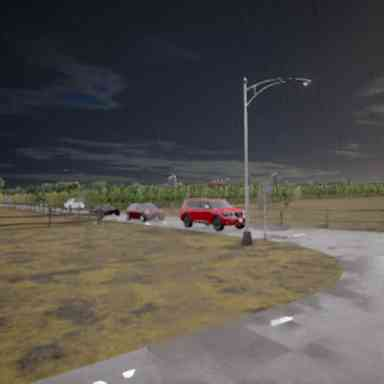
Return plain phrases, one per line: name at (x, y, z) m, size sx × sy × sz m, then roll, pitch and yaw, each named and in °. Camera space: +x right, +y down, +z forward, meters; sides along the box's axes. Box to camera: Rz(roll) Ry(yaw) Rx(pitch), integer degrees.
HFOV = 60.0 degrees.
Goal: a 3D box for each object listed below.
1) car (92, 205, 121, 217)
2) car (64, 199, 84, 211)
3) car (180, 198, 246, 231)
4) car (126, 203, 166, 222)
car at (-9.890, 2.195, 38.277) m, size 1.895 × 1.301 × 4.718 m, roll 0°, pitch -1°, yaw -36°
car at (-20.622, 2.237, 58.171) m, size 2.150 × 2.045 × 5.566 m, roll 0°, pitch -1°, yaw -36°
car at (1.368, 1.443, 22.646) m, size 2.150 × 2.045 × 5.566 m, roll 0°, pitch -1°, yaw -36°
car at (-4.303, 1.760, 30.520) m, size 2.097 × 1.767 × 4.553 m, roll 0°, pitch -1°, yaw -36°
